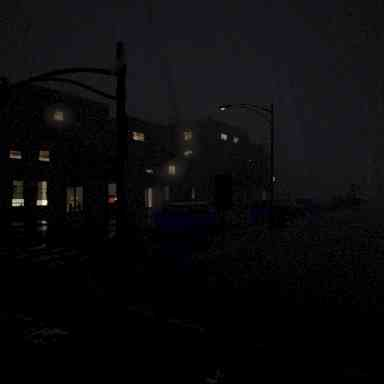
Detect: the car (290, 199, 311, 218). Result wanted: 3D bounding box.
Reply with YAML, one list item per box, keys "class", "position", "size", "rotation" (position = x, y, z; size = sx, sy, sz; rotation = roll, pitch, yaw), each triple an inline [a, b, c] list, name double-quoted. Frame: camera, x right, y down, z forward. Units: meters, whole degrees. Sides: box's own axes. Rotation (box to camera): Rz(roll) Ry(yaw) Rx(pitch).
- class: "car"
  position: [9.313, 1.655, 31.256]
  size: [1.887, 1.381, 4.507]
  rotation: [0, 0, 35]

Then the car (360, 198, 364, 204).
- class: "car"
  position: [28.404, 1.748, 58.543]
  size: [1.752, 1.417, 4.829]
  rotation: [0, 0, 35]

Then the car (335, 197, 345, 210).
- class: "car"
  position: [18.809, 1.729, 44.830]
  size: [1.947, 1.339, 4.313]
  rotation: [0, 0, 35]

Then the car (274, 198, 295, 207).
- class: "car"
  position: [15.119, 1.665, 54.173]
  size: [1.887, 1.381, 4.507]
  rotation: [0, 0, 35]

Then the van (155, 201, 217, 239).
- class: "van"
  position: [-0.181, 1.407, 17.684]
  size: [1.690, 1.788, 3.998]
  rotation: [0, 0, 35]

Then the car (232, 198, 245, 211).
- class: "car"
  position: [5.624, 1.506, 40.601]
  size: [1.967, 1.590, 4.097]
  rotation: [0, 0, 35]

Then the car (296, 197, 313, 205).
- class: "car"
  position: [21.450, 1.705, 63.222]
  size: [1.887, 1.381, 4.507]
  rotation: [0, 0, 35]

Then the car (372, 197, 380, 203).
- class: "car"
  position: [44.133, 1.899, 81.026]
  size: [1.947, 1.339, 4.313]
  rotation: [0, 0, 35]

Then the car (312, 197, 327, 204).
- class: "car"
  position: [27.682, 1.728, 72.131]
  size: [1.752, 1.417, 4.829]
  rotation: [0, 0, 35]

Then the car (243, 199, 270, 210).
- class: "car"
  position: [8.788, 1.629, 45.125]
  size: [1.887, 1.381, 4.507]
  rotation: [0, 0, 35]

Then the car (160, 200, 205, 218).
- class: "car"
  position: [-0.805, 1.558, 31.412]
  size: [1.752, 1.417, 4.829]
  rotation: [0, 0, 35]

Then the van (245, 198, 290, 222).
- class: "van"
  position: [6.149, 1.436, 26.733]
  size: [1.690, 1.788, 3.998]
  rotation: [0, 0, 35]

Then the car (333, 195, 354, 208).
- class: "car"
  position: [21.977, 1.497, 49.355]
  size: [2.192, 1.841, 5.009]
  rotation: [0, 0, 35]

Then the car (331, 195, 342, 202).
- class: "car"
  position: [37.276, 1.712, 85.844]
  size: [1.967, 1.590, 4.097]
  rotation: [0, 0, 35]

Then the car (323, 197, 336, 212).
- class: "car"
  position: [15.742, 1.671, 40.446]
  size: [1.752, 1.417, 4.829]
  rotation: [0, 0, 35]

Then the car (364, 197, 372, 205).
- class: "car"
  position: [34.637, 1.810, 67.452]
  size: [1.887, 1.381, 4.507]
  rotation: [0, 0, 35]

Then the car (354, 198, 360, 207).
- class: "car"
  position: [25.142, 1.516, 53.880]
  size: [2.192, 1.841, 5.009]
  rotation: [0, 0, 35]

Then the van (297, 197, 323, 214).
- class: "van"
  position: [12.480, 1.469, 35.781]
  size: [1.690, 1.788, 3.998]
  rotation: [0, 0, 35]

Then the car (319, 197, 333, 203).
- class: "car"
  position: [30.945, 1.792, 76.795]
  size: [1.947, 1.339, 4.313]
  rotation: [0, 0, 35]
